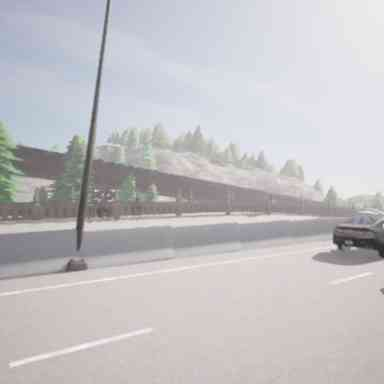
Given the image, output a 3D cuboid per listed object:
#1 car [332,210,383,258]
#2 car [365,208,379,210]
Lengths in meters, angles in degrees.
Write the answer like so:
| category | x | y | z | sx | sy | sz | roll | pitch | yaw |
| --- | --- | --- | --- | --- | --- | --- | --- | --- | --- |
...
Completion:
| category | x | y | z | sx | sy | sz | roll | pitch | yaw |
| --- | --- | --- | --- | --- | --- | --- | --- | --- | --- |
| car | 7.753 | 1.685 | 13.616 | 4.902 | 1.511 | 2.128 | 1 | 0 | -35 |
| car | 22.322 | 2.773 | 41.388 | 4.674 | 1.442 | 1.812 | 6 | -4 | -35 |
